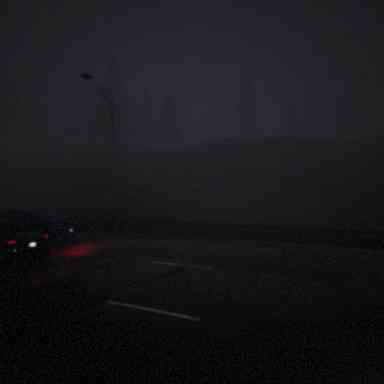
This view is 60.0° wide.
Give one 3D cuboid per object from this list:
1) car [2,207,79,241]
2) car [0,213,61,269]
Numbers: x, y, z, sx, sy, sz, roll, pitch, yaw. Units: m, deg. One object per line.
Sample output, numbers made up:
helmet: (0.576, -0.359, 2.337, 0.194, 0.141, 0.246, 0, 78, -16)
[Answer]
car: (-7.318, 1.422, 14.334, 5.008, 1.535, 1.882, 0, 0, 17)
car: (-6.601, 1.528, 10.475, 4.181, 1.385, 1.994, 0, 0, 19)
